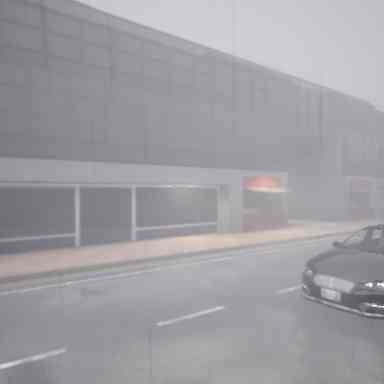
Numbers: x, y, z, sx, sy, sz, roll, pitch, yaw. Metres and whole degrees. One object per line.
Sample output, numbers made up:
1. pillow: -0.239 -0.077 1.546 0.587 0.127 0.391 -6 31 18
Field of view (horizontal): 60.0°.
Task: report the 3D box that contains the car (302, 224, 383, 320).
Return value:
1. car: 4.353 1.475 7.078 4.902 1.511 2.128 0 0 -35
